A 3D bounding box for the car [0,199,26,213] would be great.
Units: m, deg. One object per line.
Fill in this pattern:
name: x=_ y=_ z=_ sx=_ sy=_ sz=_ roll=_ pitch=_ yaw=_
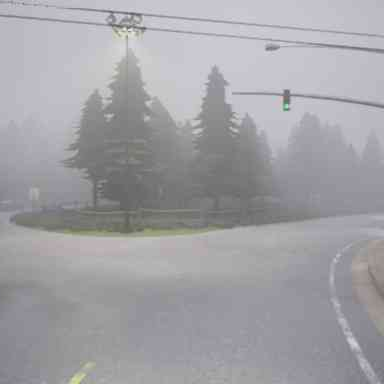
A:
car: x=-21.357 y=1.598 z=39.060 sx=1.812 sy=1.442 sz=4.674 roll=0 pitch=0 yaw=3
